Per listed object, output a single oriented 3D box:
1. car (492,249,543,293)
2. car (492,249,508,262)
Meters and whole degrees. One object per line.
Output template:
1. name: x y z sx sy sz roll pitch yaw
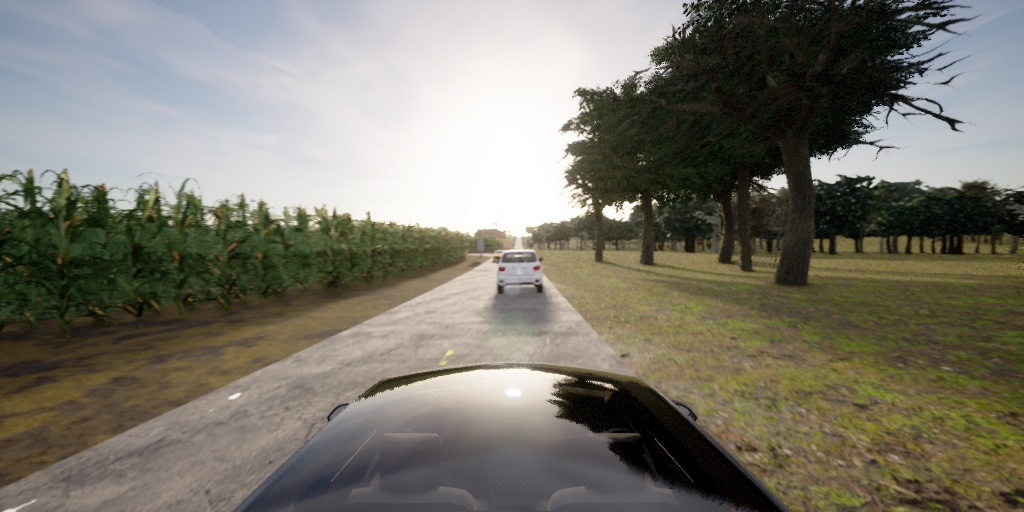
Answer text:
1. car: 0.432 0.674 18.543 2.150 2.045 5.566 -1 1 2
2. car: -1.663 -0.081 50.349 1.882 1.535 5.008 -1 2 1
